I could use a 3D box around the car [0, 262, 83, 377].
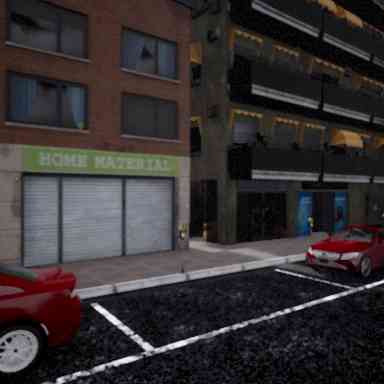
[{"bbox_3d":[-3.662,1.537,3.956,4.507,1.381,1.887,1,-1,-36],"label":"car"}]

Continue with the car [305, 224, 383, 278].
[{"bbox_3d":[5.330,1.678,10.371,4.206,1.307,1.802,1,-1,-36],"label":"car"}]
